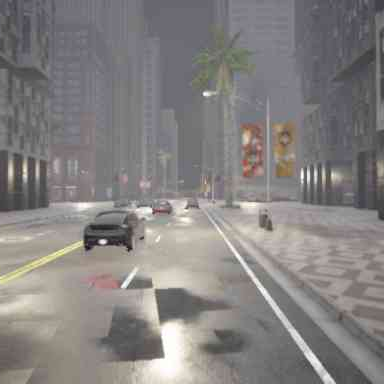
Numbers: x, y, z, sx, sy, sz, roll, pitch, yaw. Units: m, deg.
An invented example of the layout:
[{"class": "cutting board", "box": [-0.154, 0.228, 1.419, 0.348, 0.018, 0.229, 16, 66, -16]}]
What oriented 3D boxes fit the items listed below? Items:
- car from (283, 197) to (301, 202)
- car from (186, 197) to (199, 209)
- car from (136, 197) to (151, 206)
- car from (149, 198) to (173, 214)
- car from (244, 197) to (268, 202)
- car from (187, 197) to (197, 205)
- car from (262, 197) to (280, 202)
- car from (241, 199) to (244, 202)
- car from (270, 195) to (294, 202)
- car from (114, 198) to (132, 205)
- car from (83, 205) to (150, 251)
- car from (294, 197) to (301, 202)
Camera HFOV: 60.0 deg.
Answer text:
[{"class": "car", "box": [26.439, 2.024, 87.792, 4.206, 1.307, 1.802, 0, -1, -1]}, {"class": "car", "box": [0.092, 1.684, 47.630, 2.033, 1.411, 5.357, 0, 0, 0]}, {"class": "car", "box": [-6.584, 1.486, 47.069, 2.097, 1.767, 4.553, 0, 0, 0]}, {"class": "car", "box": [-3.160, 1.643, 36.142, 1.994, 1.385, 4.181, 0, 0, 0]}, {"class": "car", "box": [15.293, 1.905, 79.091, 4.206, 1.307, 1.802, 0, -1, -1]}, {"class": "car", "box": [0.007, 1.778, 65.223, 1.837, 1.490, 4.892, 0, -1, 0]}, {"class": "car", "box": [20.800, 2.024, 87.703, 4.313, 1.339, 1.947, 0, -1, -1]}, {"class": "car", "box": [15.161, 2.043, 87.614, 4.313, 1.339, 1.947, 0, -1, -1]}, {"class": "car", "box": [20.931, 1.620, 79.184, 5.009, 1.841, 2.192, 0, -1, -1]}, {"class": "car", "box": [-9.849, 1.641, 47.354, 1.837, 1.490, 4.892, 0, 0, 0]}, {"class": "car", "box": [-3.154, 1.521, 14.193, 1.837, 1.490, 4.892, 0, 0, 0]}, {"class": "car", "box": [26.569, 1.854, 79.270, 4.313, 1.339, 1.947, 0, -1, -1]}]
